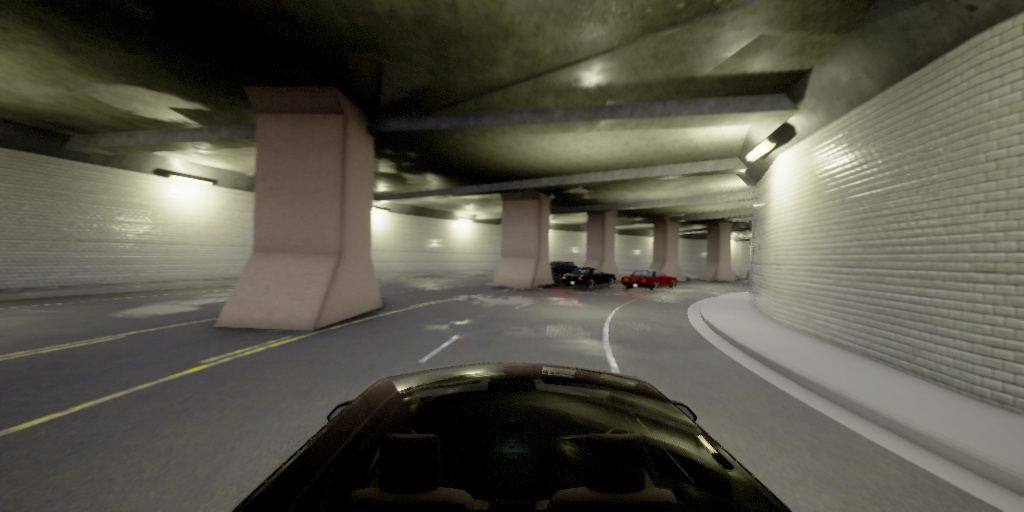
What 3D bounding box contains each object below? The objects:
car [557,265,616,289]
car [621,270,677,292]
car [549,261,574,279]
[{"bbox_3d":[5.445,1.507,25.106,1.895,1.301,4.718,2,0,42],"label":"car"},{"bbox_3d":[9.343,1.615,24.144,4.718,1.301,1.895,2,0,-44],"label":"car"},{"bbox_3d":[4.127,1.224,33.497,4.553,1.767,2.097,1,0,-39],"label":"car"}]
